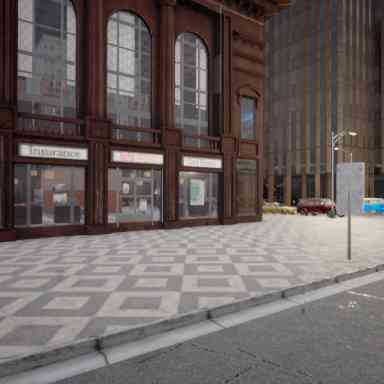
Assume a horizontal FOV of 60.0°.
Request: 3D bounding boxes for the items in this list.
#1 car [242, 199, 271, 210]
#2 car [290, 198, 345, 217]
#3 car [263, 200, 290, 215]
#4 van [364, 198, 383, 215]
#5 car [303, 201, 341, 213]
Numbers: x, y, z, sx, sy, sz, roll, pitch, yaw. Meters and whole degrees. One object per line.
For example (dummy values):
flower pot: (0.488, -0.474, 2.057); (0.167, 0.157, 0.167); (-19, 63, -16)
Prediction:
car: (9.913, 1.891, 51.369); (1.967, 1.590, 4.097); (-1, 0, -35)
car: (12.672, 1.522, 32.661); (2.192, 1.841, 5.009); (0, 0, -35)
car: (9.532, 1.798, 37.118); (1.752, 1.417, 4.829); (0, 0, -35)
van: (19.635, 1.588, 37.581); (1.690, 1.788, 3.998); (-1, 0, -35)
car: (16.397, 1.897, 42.176); (1.802, 1.307, 4.206); (-1, 0, -35)
